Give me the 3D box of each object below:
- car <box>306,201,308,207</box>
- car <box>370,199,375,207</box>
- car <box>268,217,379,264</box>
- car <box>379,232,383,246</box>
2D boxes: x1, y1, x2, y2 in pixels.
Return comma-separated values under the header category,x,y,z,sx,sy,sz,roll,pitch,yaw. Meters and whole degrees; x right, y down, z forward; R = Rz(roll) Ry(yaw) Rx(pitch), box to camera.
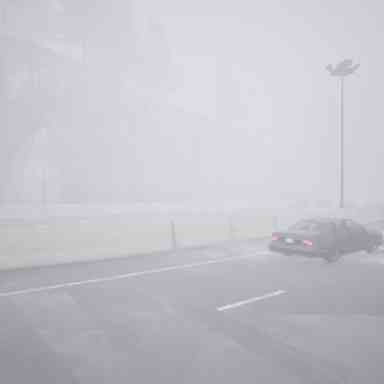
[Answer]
category,x,y,z,sx,sy,sz,roll,pitch,yaw
car,17.865,1.871,55.406,2.033,1.411,5.357,0,0,39
car,27.677,1.815,51.040,1.882,1.535,5.008,0,0,37
car,5.074,1.623,12.259,5.357,1.411,2.033,0,0,-39
car,8.146,1.300,10.258,5.566,2.045,2.150,0,0,-39
